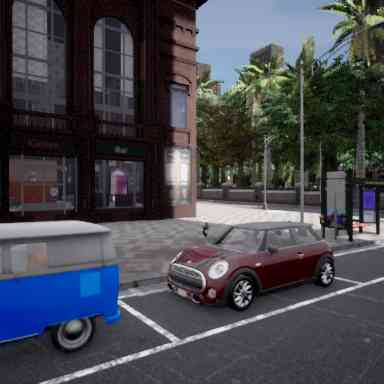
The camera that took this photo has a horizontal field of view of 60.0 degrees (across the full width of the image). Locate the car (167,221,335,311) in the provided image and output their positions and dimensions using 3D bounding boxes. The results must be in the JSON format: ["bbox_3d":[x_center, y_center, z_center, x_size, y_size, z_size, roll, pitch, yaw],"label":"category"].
[{"bbox_3d":[1.424,1.445,7.672,4.097,1.590,1.967,0,0,-36],"label":"car"}]

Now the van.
[{"bbox_3d":[-2.992,1.341,4.519,3.998,1.788,1.690,0,0,-36],"label":"van"}]
